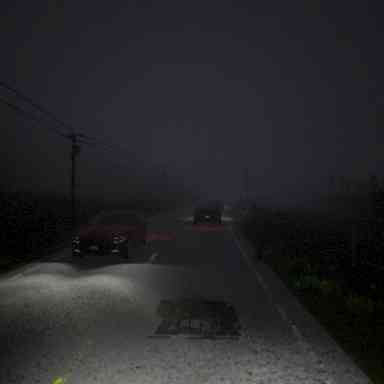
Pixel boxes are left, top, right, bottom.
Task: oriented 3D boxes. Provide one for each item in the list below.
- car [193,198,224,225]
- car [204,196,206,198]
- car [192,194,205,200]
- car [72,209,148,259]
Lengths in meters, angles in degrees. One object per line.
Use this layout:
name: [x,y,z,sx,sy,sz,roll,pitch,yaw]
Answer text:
car: [1.182,1.462,24.121,1.882,1.535,5.008,0,0,5]
car: [3.048,1.465,41.741,2.128,1.511,4.902,0,0,7]
car: [1.191,0.972,53.583,2.097,1.767,4.553,0,0,7]
car: [-2.937,1.466,12.847,1.882,1.535,5.008,0,0,3]
